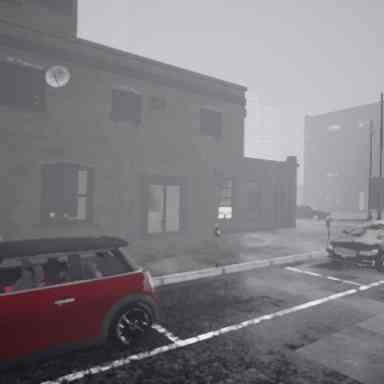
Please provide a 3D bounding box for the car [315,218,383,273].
[{"bbox_3d":[6.228,1.659,10.981,4.403,1.369,2.008,1,1,-35],"label":"car"}]

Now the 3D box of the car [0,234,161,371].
[{"bbox_3d":[-2.575,1.445,4.703,4.097,1.590,1.967,1,1,-35],"label":"car"}]

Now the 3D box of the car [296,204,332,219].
[{"bbox_3d":[10.741,1.866,30.928,1.887,1.381,4.507,1,-1,-35],"label":"car"}]
